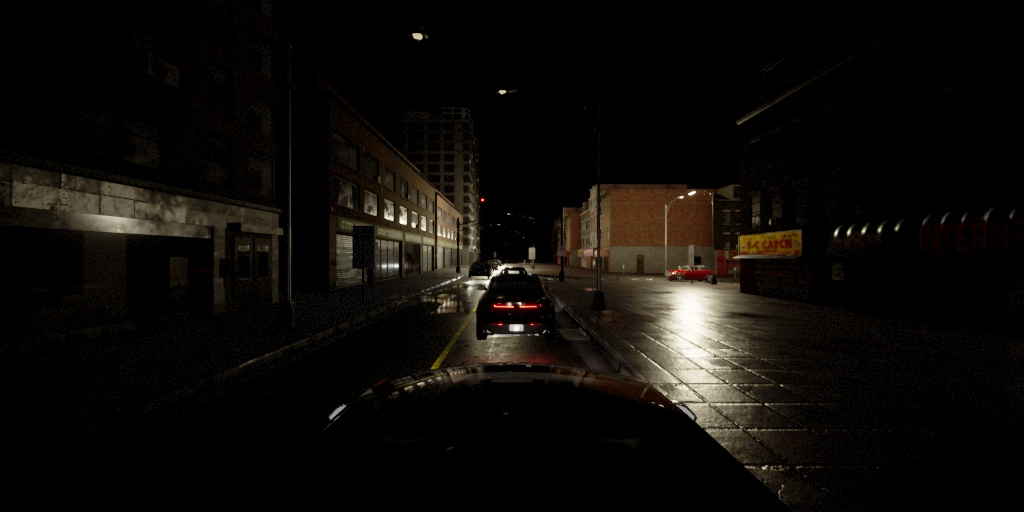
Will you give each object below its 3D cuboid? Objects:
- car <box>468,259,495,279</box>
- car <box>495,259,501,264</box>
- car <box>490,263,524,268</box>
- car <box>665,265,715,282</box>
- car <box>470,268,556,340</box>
[{"bbox_3d":[-2.875,1.229,33.004,1.882,1.535,5.008,0,0,0],"label":"car"},{"bbox_3d":[-2.889,1.251,49.749,1.837,1.490,4.892,0,1,0],"label":"car"},{"bbox_3d":[0.093,1.298,19.546,2.033,1.411,5.357,0,0,0],"label":"car"},{"bbox_3d":[16.332,1.574,33.134,4.097,1.591,1.967,0,0,0],"label":"car"},{"bbox_3d":[0.085,1.255,9.935,1.837,1.490,4.892,0,0,0],"label":"car"}]
